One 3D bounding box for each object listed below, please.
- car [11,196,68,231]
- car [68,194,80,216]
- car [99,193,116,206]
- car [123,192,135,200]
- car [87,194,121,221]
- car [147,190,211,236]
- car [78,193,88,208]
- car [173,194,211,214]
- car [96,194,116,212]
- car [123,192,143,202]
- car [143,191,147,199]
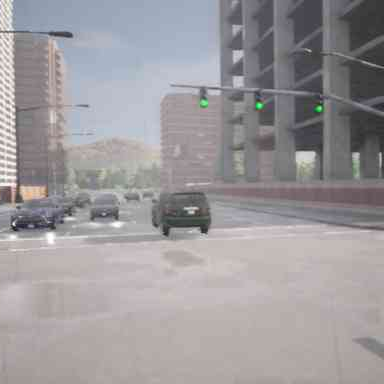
[{"bbox_3d":[-8.664,1.120,18.970,2.097,1.767,4.553,-1,1,-14],"label":"car"},{"bbox_3d":[-10.782,1.147,27.618,1.837,1.490,4.892,-1,1,-14],"label":"car"},{"bbox_3d":[-10.753,0.937,42.609,1.994,1.385,4.181,-1,1,-14],"label":"car"},{"bbox_3d":[-11.764,0.648,61.516,1.895,1.301,4.718,-1,1,-14],"label":"car"},{"bbox_3d":[-6.294,1.151,23.990,1.837,1.490,4.892,-1,1,-14],"label":"car"},{"bbox_3d":[-0.714,0.920,16.871,2.150,2.045,5.566,-1,1,-15],"label":"car"},{"bbox_3d":[-12.943,1.109,36.707,1.895,1.301,4.718,-1,1,-13],"label":"car"},{"bbox_3d":[-0.105,0.966,28.938,2.128,1.511,4.902,-1,1,-14],"label":"car"},{"bbox_3d":[-8.496,1.018,33.107,1.837,1.490,4.892,-1,1,-13],"label":"car"},{"bbox_3d":[-9.193,0.685,51.400,2.128,1.511,4.902,-1,1,-14],"label":"car"},{"bbox_3d":[-8.358,0.492,62.315,1.837,1.490,4.892,-1,1,-14],"label":"car"}]
